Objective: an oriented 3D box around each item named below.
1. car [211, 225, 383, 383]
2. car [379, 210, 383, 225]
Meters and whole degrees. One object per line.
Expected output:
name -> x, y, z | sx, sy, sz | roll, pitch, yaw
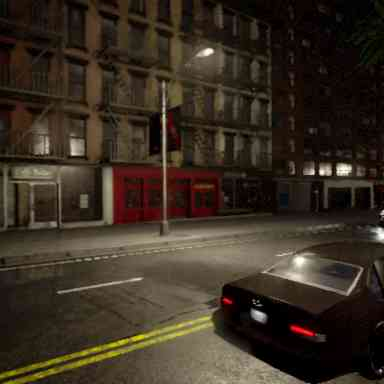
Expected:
car -> 2.842, 1.544, 5.466 | 5.357, 1.411, 2.033 | 0, 0, -35
car -> 14.205, 1.346, 21.789 | 4.553, 1.767, 2.097 | 0, 0, -35
